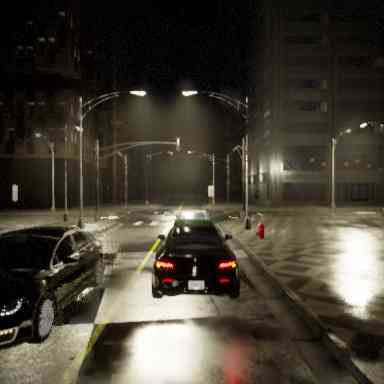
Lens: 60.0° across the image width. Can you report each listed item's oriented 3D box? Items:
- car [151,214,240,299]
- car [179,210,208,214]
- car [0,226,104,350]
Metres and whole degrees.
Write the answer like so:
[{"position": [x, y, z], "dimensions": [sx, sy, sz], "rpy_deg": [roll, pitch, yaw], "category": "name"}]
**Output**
[{"position": [0.077, 1.524, 8.341], "dimensions": [1.812, 1.442, 4.674], "rpy_deg": [0, 0, 0], "category": "car"}, {"position": [0.059, 1.595, 17.366], "dimensions": [1.895, 1.301, 4.718], "rpy_deg": [0, 0, 0], "category": "car"}, {"position": [-3.099, 1.504, 6.499], "dimensions": [1.837, 1.490, 4.892], "rpy_deg": [0, 0, 0], "category": "car"}]
